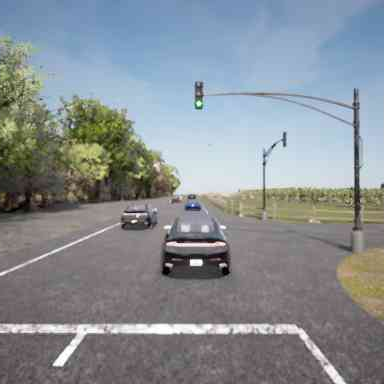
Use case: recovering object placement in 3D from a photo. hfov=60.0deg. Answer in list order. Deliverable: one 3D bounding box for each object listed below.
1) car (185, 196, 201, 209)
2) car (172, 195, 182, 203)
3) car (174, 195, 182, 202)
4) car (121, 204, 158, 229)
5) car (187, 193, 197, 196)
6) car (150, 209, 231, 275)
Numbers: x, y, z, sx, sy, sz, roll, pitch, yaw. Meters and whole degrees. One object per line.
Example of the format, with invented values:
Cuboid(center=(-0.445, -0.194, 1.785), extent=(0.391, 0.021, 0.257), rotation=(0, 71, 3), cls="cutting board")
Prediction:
Cuboid(center=(0.110, 1.634, 43.944), extent=(1.994, 1.385, 4.181), rotation=(0, 0, 0), cls="car")
Cuboid(center=(-3.480, 1.650, 72.752), extent=(2.033, 1.411, 5.357), rotation=(0, 0, 0), cls="car")
Cuboid(center=(-3.482, 1.601, 83.053), extent=(1.882, 1.535, 5.008), rotation=(0, 0, 0), cls="car")
Cuboid(center=(-3.394, 1.530, 21.942), extent=(2.128, 1.511, 4.902), rotation=(0, 0, 0), cls="car")
Cuboid(center=(0.018, 1.346, 81.171), extent=(2.150, 2.045, 5.566), rotation=(0, 0, 0), cls="car")
Cuboid(center=(0.103, 1.512, 10.552), extent=(2.128, 1.511, 4.902), rotation=(0, 0, 0), cls="car")
